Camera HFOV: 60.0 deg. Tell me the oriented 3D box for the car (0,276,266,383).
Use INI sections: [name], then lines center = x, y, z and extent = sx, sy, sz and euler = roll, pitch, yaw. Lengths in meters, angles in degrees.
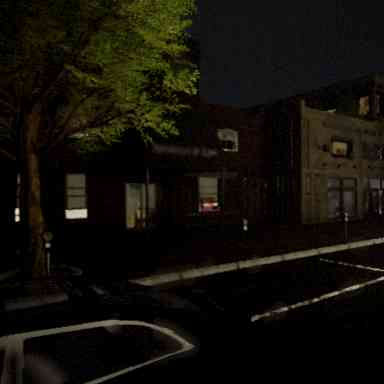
[car]
center = -1.616, 1.492, 2.227
extent = 4.902, 1.511, 2.128
euler = 0, 0, -35
